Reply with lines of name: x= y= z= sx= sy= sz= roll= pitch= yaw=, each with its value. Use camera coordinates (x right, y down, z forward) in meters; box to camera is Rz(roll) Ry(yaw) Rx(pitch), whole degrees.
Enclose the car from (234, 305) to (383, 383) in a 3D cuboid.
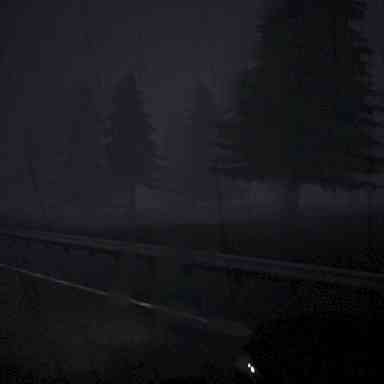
car: x=2.618 y=1.488 z=2.176 sx=4.902 sy=1.511 sz=2.128 roll=-1 pitch=0 yaw=35
